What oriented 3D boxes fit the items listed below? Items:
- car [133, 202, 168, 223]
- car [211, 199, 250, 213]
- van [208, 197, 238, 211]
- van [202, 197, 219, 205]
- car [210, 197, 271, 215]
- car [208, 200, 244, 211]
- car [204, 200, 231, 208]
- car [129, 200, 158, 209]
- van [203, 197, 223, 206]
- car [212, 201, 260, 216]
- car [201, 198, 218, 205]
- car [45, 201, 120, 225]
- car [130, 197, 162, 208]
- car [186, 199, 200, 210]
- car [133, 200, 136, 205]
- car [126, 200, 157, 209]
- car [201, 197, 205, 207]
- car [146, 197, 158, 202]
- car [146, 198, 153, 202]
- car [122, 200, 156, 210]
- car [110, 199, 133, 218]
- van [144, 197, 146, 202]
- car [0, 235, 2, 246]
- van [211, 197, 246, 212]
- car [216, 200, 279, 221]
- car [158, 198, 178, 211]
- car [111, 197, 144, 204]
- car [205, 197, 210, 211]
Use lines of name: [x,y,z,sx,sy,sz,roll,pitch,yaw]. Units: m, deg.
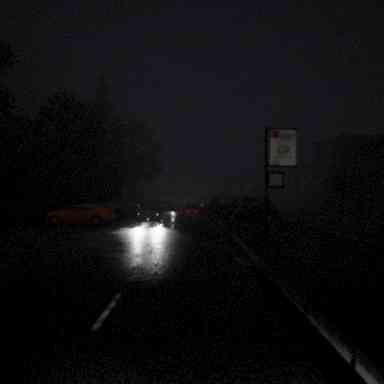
car: [-3.349,1.790,27.481,1.895,1.301,4.718,0,-1,0]
car: [4.770,1.725,41.681,4.553,1.767,2.185,0,-1,0]
van: [4.608,1.759,50.092,4.442,1.987,1.878,0,-1,0]
van: [4.766,2.413,86.527,4.442,1.987,1.878,0,-1,0]
car: [4.717,1.448,30.473,5.566,2.045,2.435,0,-1,0]
car: [4.736,1.941,47.286,4.892,1.521,2.231,0,-1,0]
car: [4.731,2.195,61.299,4.792,1.488,2.163,0,-1,0]
car: [-8.400,2.147,58.318,4.792,1.488,2.163,0,-1,0]
van: [4.789,2.198,75.316,4.442,1.987,1.878,0,-1,0]
car: [4.737,1.769,36.073,4.892,1.521,2.231,0,-1,0]
car: [4.612,2.567,89.328,4.553,1.767,2.185,0,-1,0]
car: [-8.329,1.645,24.904,5.008,1.535,2.097,0,0,0]
car: [-8.349,1.913,61.105,5.566,2.045,2.435,0,-1,0]
car: [-0.028,2.170,54.070,1.895,1.301,4.718,0,-1,0]
car: [-8.338,1.774,33.259,4.674,1.452,2.002,0,-1,0]
car: [-8.336,2.103,55.533,4.792,1.488,2.163,0,-1,0]
car: [4.685,1.823,55.699,5.566,2.045,2.435,0,-1,0]
car: [-8.169,1.981,49.964,5.366,1.575,1.946,0,-1,0]
car: [-8.347,1.980,47.178,4.674,1.452,2.002,0,-1,0]
car: [-8.355,2.029,52.749,5.008,1.535,2.097,0,-1,0]
car: [-8.340,1.700,30.472,5.008,1.535,2.097,0,-1,0]
van: [-8.458,1.625,41.610,4.442,1.987,1.878,0,-1,0]
car: [-9.162,1.418,11.376,4.553,1.767,2.097,0,-1,-25]
van: [4.850,1.670,44.486,4.442,1.987,1.878,0,-1,0]
car: [4.752,1.671,27.669,4.892,1.521,2.231,0,-1,0]
car: [-3.342,1.965,47.120,1.837,1.490,4.892,0,-1,0]
car: [-8.308,1.684,38.829,4.553,1.767,2.185,0,-1,0]
car: [4.712,1.558,38.882,5.566,2.045,2.435,0,-1,0]
